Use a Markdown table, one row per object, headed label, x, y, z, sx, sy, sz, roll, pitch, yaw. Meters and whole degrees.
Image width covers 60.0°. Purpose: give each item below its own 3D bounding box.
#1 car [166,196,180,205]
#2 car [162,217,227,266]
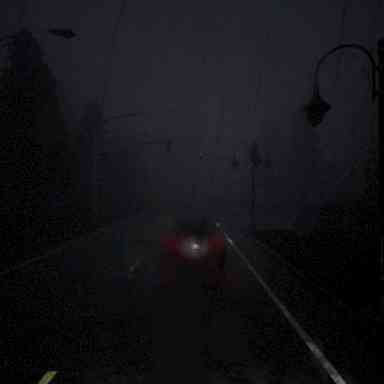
| label | x | y | z | sx | sy | sz | roll | pitch | yaw |
| --- | --- | --- | --- | --- | --- | --- | --- | --- | --- |
| car | -3.524 | 1.509 | 58.295 | 1.837 | 1.490 | 4.892 | 0 | 0 | 1 |
| car | 0.080 | 1.565 | 11.627 | 1.994 | 1.385 | 4.181 | 0 | 0 | 0 |
